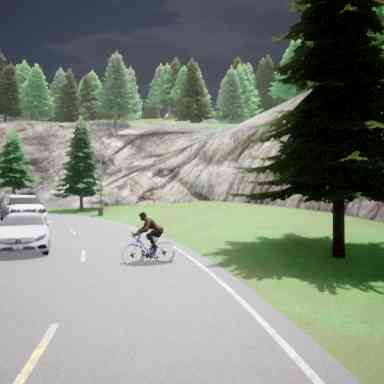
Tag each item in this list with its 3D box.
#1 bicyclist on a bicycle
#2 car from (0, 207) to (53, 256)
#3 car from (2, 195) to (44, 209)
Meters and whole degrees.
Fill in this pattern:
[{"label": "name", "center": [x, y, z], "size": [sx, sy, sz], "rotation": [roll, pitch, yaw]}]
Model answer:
[{"label": "bicyclist on a bicycle", "center": [-1.347, 1.442, 10.253], "size": [1.656, 1.620, 0.582], "rotation": [-1, 0, -15]}, {"label": "car", "center": [-6.477, 1.521, 12.886], "size": [1.812, 1.442, 4.674], "rotation": [0, 0, -22]}, {"label": "car", "center": [-11.625, 1.213, 22.844], "size": [2.150, 2.045, 5.566], "rotation": [0, 0, -36]}]
